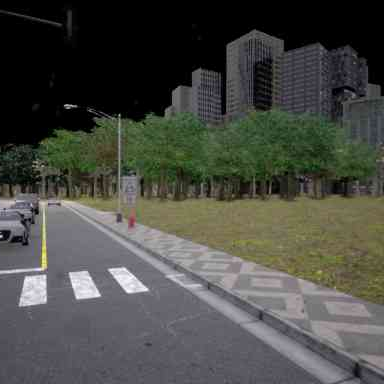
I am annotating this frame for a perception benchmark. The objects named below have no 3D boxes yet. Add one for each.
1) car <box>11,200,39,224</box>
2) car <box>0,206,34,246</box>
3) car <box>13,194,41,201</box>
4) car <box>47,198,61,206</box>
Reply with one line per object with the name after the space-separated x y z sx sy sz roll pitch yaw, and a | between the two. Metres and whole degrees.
-12.295 1.539 23.760 1.994 1.385 4.181 0 0 -24 | car
-8.278 1.548 14.695 1.994 1.385 4.181 0 0 -24 | car
-16.608 1.185 33.560 2.150 2.045 5.566 0 0 -24 | car
-21.603 1.538 52.031 1.895 1.301 4.718 0 0 -24 | car
